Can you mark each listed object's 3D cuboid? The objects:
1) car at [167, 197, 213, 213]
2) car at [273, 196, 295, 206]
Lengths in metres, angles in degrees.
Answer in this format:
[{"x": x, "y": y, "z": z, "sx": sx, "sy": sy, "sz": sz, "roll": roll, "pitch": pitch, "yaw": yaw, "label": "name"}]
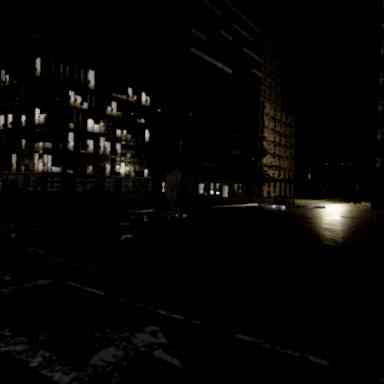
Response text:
[{"x": -0.042, "y": 1.147, "z": 31.729, "sx": 2.033, "sy": 1.411, "sz": 5.357, "roll": 3, "pitch": 1, "yaw": 37, "label": "car"}, {"x": 13.930, "y": 1.322, "z": 50.333, "sx": 1.895, "sy": 1.301, "sz": 4.718, "roll": 3, "pitch": 1, "yaw": 37, "label": "car"}]
